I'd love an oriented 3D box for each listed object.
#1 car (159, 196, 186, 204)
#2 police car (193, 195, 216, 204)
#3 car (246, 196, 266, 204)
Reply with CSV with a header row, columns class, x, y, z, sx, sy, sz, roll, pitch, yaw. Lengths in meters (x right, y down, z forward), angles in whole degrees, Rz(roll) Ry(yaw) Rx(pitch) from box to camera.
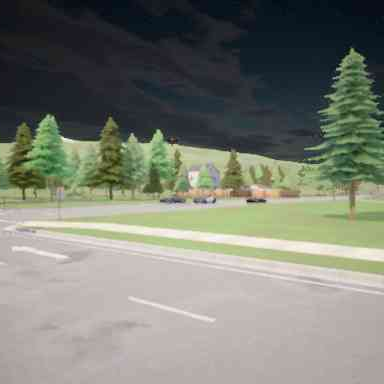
class,x,y,z,sx,sy,sz,roll,pitch,yaw
car,-3.243,1.315,56.147,2.033,1.411,5.357,0,0,37
police car,2.155,1.296,57.480,2.038,1.542,4.974,0,0,36
car,11.169,1.439,58.023,1.895,1.301,4.718,0,0,37
